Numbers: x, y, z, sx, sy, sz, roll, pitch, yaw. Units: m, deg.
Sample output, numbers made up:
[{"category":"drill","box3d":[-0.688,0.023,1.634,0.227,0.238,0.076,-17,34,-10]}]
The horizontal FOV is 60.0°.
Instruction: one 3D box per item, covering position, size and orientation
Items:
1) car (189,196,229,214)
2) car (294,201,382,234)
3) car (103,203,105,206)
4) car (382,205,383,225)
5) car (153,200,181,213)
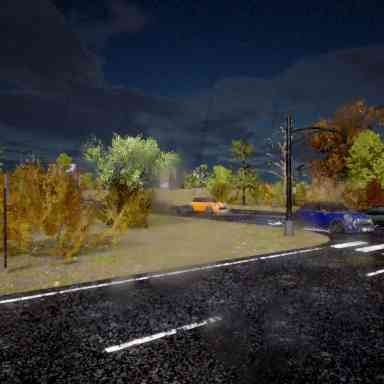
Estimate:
[{"category":"car","box3d":[1.693,1.336,34.624,2.097,1.767,4.553,0,0,-38]},{"category":"car","box3d":[8.177,1.378,19.497,2.097,1.767,4.553,-1,0,-23]},{"category":"car","box3d":[-12.637,1.465,52.951,1.837,1.490,4.892,0,0,-38]},{"category":"car","box3d":[12.898,1.561,21.614,4.181,1.385,1.994,0,0,41]},{"category":"car","box3d":[-3.355,1.547,35.785,2.033,1.411,5.357,0,0,-38]}]
